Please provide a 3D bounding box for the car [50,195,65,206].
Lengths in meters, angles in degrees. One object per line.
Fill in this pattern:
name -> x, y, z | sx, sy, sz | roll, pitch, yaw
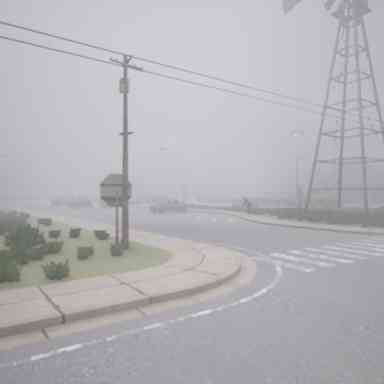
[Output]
car -> -21.275, 1.498, 53.380 | 2.128, 1.511, 4.902 | 0, 0, -37

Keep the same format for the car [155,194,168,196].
car -> -6.327, 1.325, 62.420 | 4.605, 1.855, 1.932 | 0, 0, -36

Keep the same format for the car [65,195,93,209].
car -> -15.262, 1.359, 45.377 | 2.097, 1.767, 4.553 | 0, 0, -36

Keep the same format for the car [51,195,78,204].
car -> -25.307, 1.489, 65.867 | 4.611, 1.667, 2.242 | 0, 0, -36

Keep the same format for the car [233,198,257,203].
car -> 7.129, 1.536, 44.411 | 3.905, 1.438, 1.784 | 0, 0, -36

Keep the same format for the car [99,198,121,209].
car -> -10.974, 1.322, 46.360 | 3.866, 1.878, 1.905 | 0, 0, -36

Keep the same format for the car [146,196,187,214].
car -> -2.533, 1.515, 35.832 | 4.193, 1.474, 1.816 | 0, 0, -36

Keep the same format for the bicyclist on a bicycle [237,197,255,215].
bicyclist on a bicycle -> 4.918, 1.311, 30.241 | 1.656, 1.620, 0.582 | 0, 0, -2
